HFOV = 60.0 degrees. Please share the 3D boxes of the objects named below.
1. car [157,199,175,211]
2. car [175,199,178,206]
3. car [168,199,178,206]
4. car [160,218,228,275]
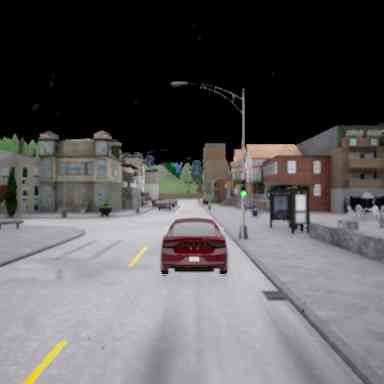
[{"bbox_3d":[-4.097,2.033,50.849,1.837,1.490,4.892,0,-1,0],"label":"car"},{"bbox_3d":[-4.056,2.226,60.152,1.895,1.301,4.718,0,-1,0],"label":"car"},{"bbox_3d":[-3.997,2.233,70.521,1.837,1.490,4.892,0,-1,0],"label":"car"},{"bbox_3d":[0.074,1.593,10.938,1.882,1.535,5.008,0,-1,0],"label":"car"}]
